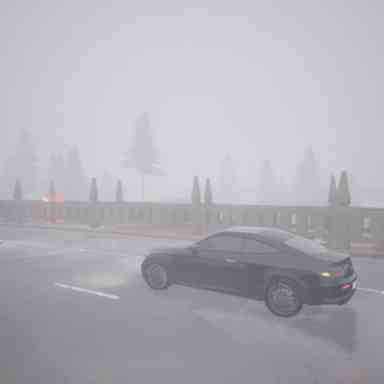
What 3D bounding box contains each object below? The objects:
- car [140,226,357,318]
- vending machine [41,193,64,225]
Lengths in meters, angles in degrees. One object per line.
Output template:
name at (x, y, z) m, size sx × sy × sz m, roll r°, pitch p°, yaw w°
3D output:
car at (1.000, 1.490, 7.269) m, size 4.674 × 1.442 × 1.812 m, roll 0°, pitch 0°, yaw 33°
vending machine at (-9.211, 1.088, 22.033) m, size 0.880 × 2.100 × 1.100 m, roll 1°, pitch 0°, yaw 25°
